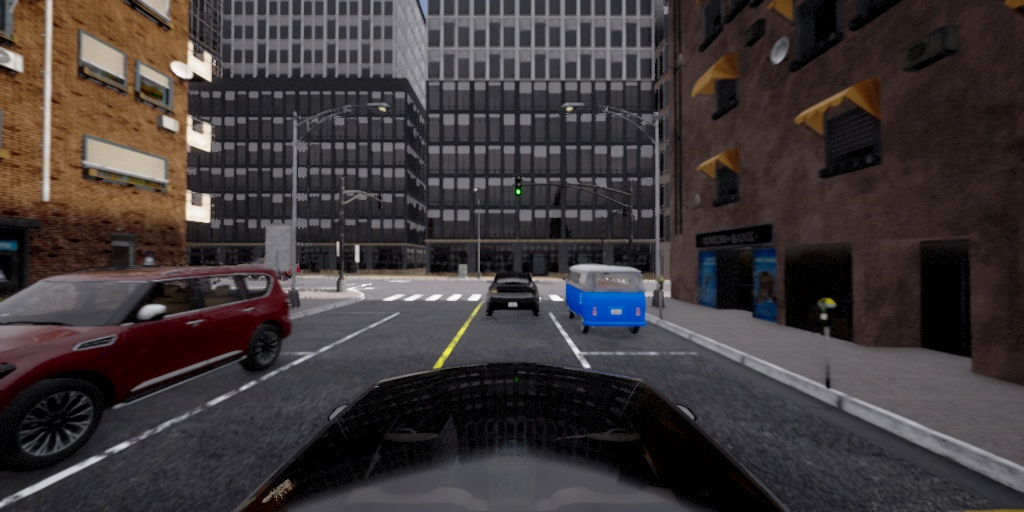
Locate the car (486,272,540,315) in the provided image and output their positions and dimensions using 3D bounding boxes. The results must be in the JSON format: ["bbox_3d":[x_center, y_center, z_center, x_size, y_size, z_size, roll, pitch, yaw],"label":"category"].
[{"bbox_3d":[0.041,1.344,13.970,1.837,1.490,4.892,0,0,0],"label":"car"}]

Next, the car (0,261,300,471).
[{"bbox_3d":[-5.312,1.089,5.059,2.192,1.841,5.009,0,0,0],"label":"car"}]

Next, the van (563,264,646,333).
[{"bbox_3d":[2.571,1.156,10.694,1.690,1.789,3.998,0,0,0],"label":"van"}]

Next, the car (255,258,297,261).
[{"bbox_3d":[-20.867,1.063,30.669,5.009,1.841,2.192,0,0,0],"label":"car"}]
